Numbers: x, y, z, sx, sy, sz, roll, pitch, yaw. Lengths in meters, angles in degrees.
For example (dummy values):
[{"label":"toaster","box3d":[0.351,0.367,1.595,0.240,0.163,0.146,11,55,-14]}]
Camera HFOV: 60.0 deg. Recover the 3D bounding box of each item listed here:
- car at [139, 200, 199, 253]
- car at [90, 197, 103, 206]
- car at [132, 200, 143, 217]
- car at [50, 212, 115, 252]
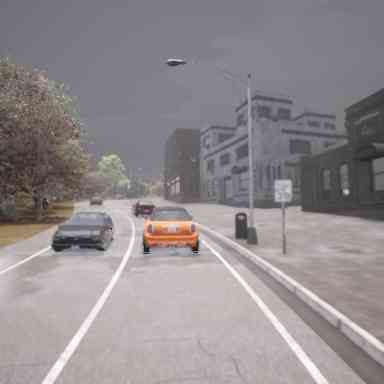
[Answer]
[{"label":"car","box3d":[-0.990,1.392,14.098,2.097,1.767,4.553,0,0,-7]},{"label":"car","box3d":[-15.343,1.454,53.363,2.033,1.411,5.357,2,0,-19]},{"label":"car","box3d":[-4.808,1.570,32.757,1.882,1.535,5.008,1,0,-16]},{"label":"car","box3d":[-4.393,1.562,14.228,2.033,1.411,5.357,0,0,-7]}]
